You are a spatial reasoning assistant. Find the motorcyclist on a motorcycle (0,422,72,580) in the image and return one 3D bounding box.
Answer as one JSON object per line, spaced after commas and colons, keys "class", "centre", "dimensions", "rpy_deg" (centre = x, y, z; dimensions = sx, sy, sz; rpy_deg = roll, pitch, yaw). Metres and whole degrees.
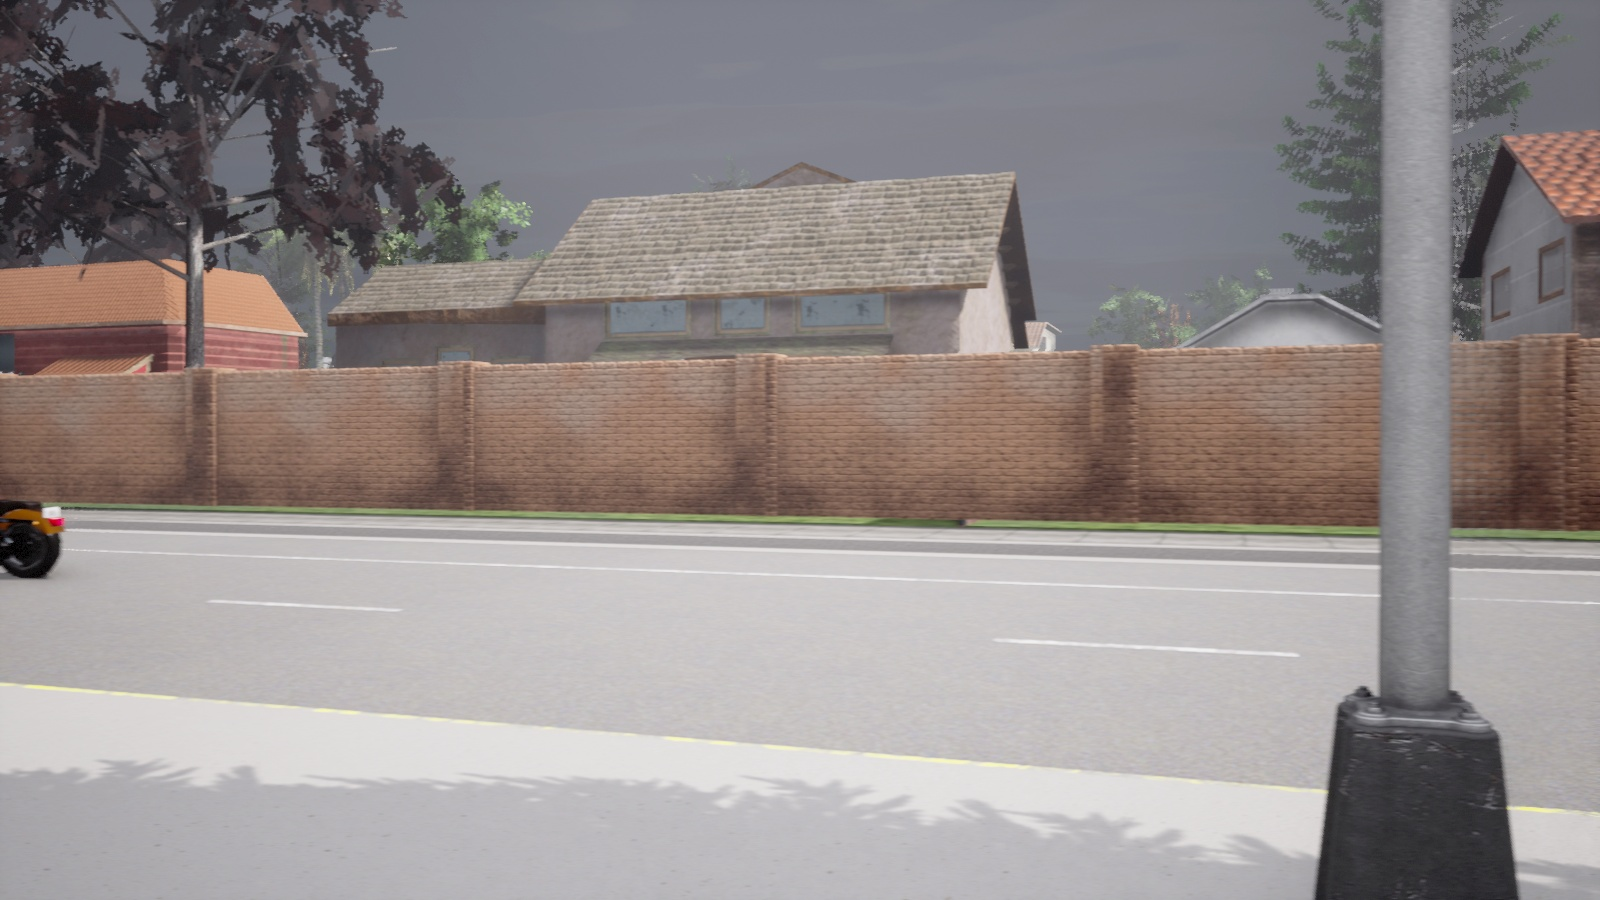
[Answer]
{"class": "motorcyclist on a motorcycle", "centre": [-9.283, 0.526, 13.628], "dimensions": [2.350, 1.649, 0.766], "rpy_deg": [0, 1, 4]}
